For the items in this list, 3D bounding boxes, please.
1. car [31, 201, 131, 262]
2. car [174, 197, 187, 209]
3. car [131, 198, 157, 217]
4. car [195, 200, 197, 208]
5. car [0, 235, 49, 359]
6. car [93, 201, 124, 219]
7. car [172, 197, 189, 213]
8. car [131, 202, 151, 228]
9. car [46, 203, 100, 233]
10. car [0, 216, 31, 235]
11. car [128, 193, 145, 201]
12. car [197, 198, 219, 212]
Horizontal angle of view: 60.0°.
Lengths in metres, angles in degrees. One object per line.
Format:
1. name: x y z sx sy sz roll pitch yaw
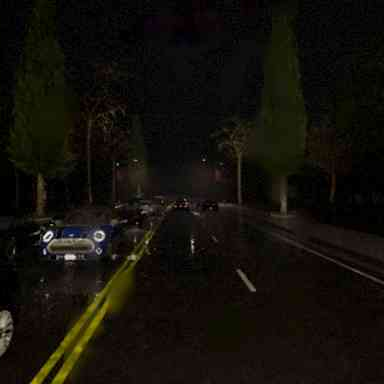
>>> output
1. car: -3.768 1.376 12.262 2.097 1.767 4.553 0 0 -2
2. car: -1.715 1.587 49.279 1.837 1.490 4.892 0 0 -2
3. car: -4.488 1.570 32.419 1.812 1.442 4.674 0 0 -2
4. car: 1.531 1.579 49.370 1.812 1.442 4.674 0 0 -2
5. car: -3.409 1.517 3.063 2.128 1.511 4.902 0 0 -2
6. car: -7.696 1.633 31.102 1.994 1.385 4.181 0 0 -1
7. car: -1.293 1.581 38.183 2.033 1.411 5.357 0 0 -2
8. car: -4.142 1.591 22.307 1.994 1.385 4.181 0 0 -2
9. car: -7.350 1.559 21.082 1.837 1.490 4.892 0 0 -2
10. car: -7.018 1.615 12.235 1.994 1.385 4.181 0 0 -2
11. car: -8.399 1.088 51.184 2.150 2.045 5.566 0 0 -2
12. car: 1.948 1.511 38.365 1.837 1.490 4.892 0 0 -2
